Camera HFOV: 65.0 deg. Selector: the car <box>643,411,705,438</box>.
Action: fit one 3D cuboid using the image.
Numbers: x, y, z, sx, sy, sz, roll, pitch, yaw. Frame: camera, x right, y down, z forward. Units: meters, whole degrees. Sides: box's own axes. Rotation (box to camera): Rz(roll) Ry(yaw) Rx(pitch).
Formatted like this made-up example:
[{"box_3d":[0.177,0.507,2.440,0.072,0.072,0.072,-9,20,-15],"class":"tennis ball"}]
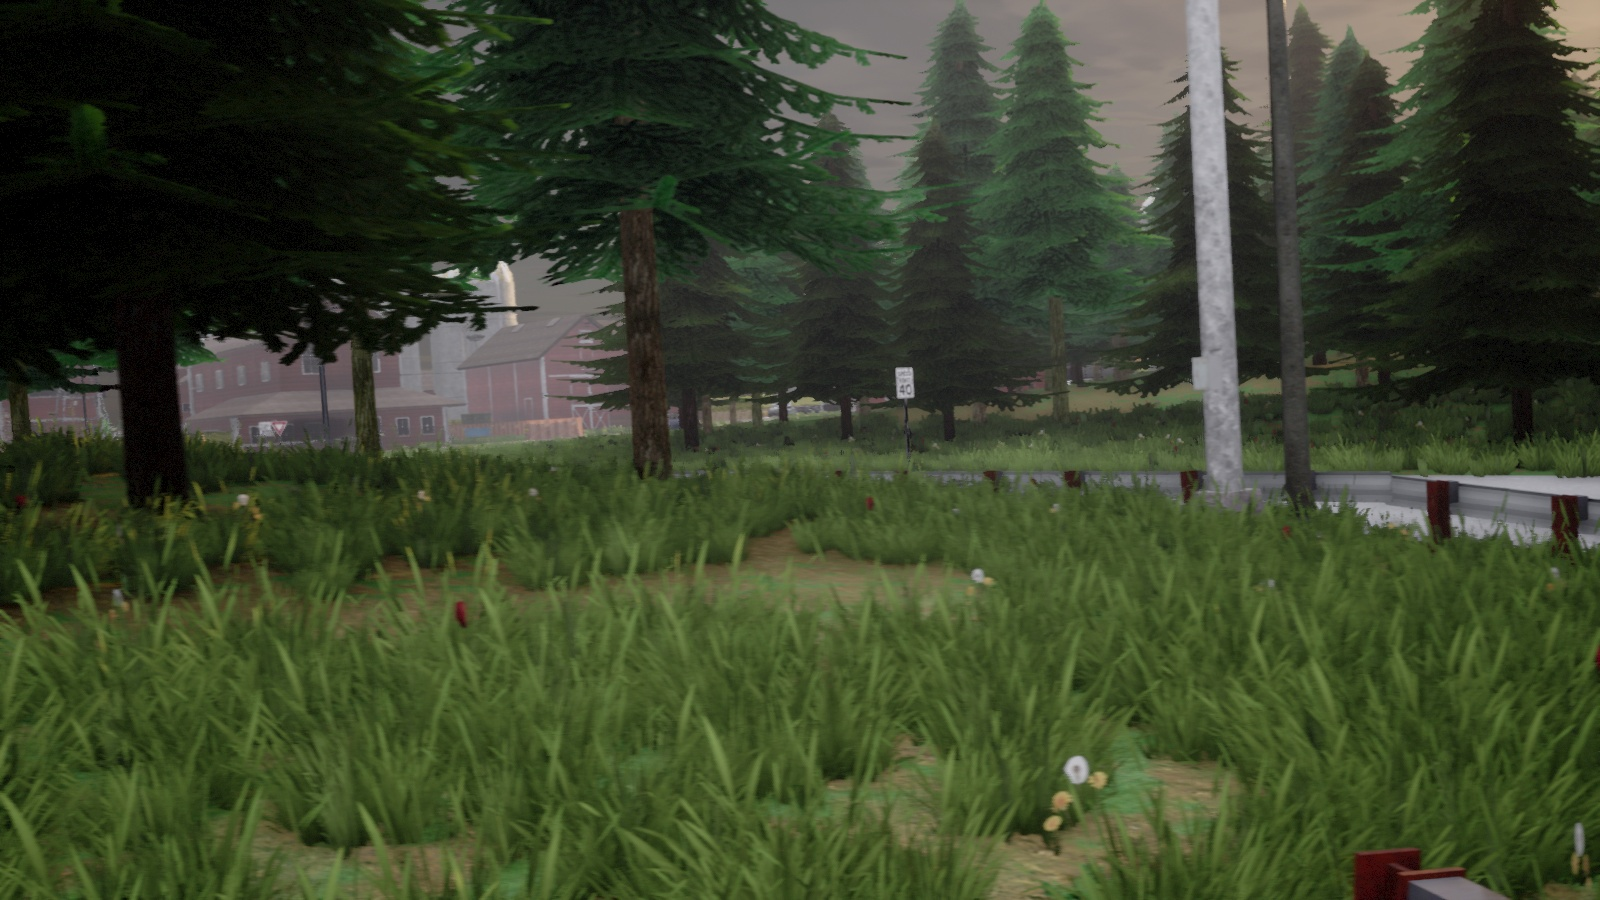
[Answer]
[{"box_3d":[-9.175,-1.859,91.520,3.988,1.617,1.851,-7,3,-41],"class":"car"}]
